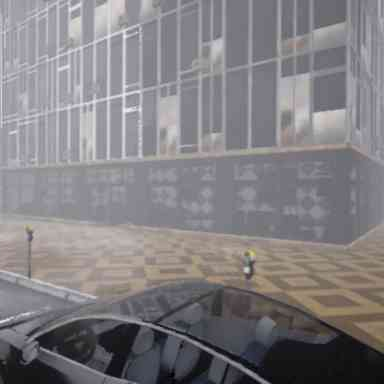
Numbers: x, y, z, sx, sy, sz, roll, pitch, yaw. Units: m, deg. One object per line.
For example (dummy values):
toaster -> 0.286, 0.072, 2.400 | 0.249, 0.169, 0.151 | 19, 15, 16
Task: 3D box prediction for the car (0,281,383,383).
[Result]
car -> -0.313, 1.561, 3.093 | 4.313, 1.339, 1.947 | 0, 0, 35
